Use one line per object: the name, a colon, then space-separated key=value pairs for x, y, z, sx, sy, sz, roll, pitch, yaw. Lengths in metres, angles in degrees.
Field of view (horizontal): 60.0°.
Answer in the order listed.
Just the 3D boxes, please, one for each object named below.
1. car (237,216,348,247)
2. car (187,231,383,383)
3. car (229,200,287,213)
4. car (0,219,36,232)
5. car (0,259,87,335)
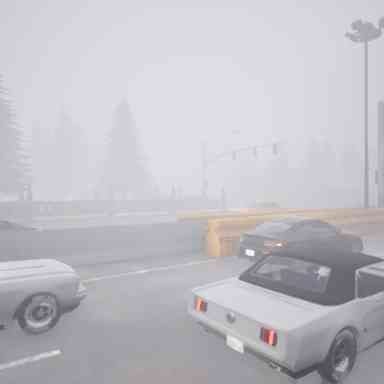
car: x=3.480 y=1.491 z=10.491 sx=4.674 sy=1.442 sz=1.812 roll=-1 pitch=0 yaw=-35
car: x=2.349 y=1.586 z=5.405 sx=4.718 sy=1.301 sz=1.895 roll=0 pitch=0 yaw=-35
car: x=4.909 y=1.396 z=24.509 sx=5.008 sy=1.535 sz=1.882 roll=0 pitch=0 yaw=-35
car: x=-7.580 y=1.566 z=11.473 sx=4.181 sy=1.385 sz=1.994 roll=0 pitch=0 yaw=-35
car: x=-4.155 y=1.600 z=5.081 sx=4.718 sy=1.301 sz=1.895 roll=0 pitch=0 yaw=-35
